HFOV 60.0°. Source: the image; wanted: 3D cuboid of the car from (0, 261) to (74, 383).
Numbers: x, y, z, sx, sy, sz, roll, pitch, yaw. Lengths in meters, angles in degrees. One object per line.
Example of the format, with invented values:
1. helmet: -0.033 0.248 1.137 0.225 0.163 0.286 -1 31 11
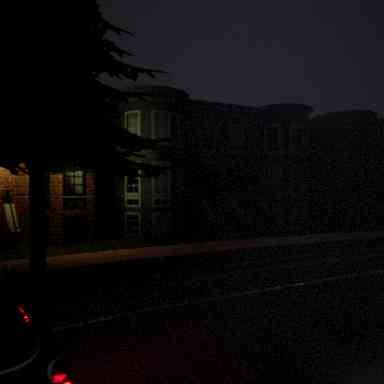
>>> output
1. car: -2.982 1.352 1.683 4.553 1.767 2.097 0 0 -34
